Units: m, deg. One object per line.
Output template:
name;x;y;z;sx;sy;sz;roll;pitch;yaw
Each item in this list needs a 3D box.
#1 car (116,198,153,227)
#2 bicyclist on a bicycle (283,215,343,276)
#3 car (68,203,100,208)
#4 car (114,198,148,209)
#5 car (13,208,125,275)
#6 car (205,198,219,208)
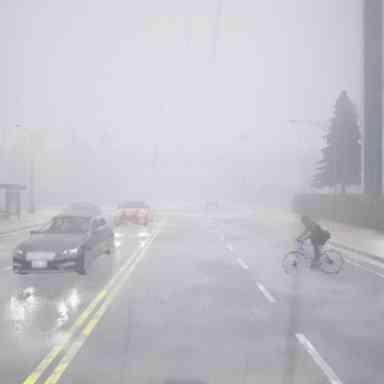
car;-3.916;1.352;22.883;2.097;1.767;4.553;0;0;0
bicyclist on a bicycle;3.236;1.447;8.955;1.656;1.620;0.582;-2;0;-1
car;-7.412;1.492;22.504;2.128;1.511;4.902;0;0;0
car;-8.392;1.511;45.693;4.181;1.385;1.994;0;0;29
car;-3.751;1.491;10.528;2.128;1.511;4.902;0;0;-1
car;2.803;1.512;47.208;2.033;1.411;5.357;0;0;-1
